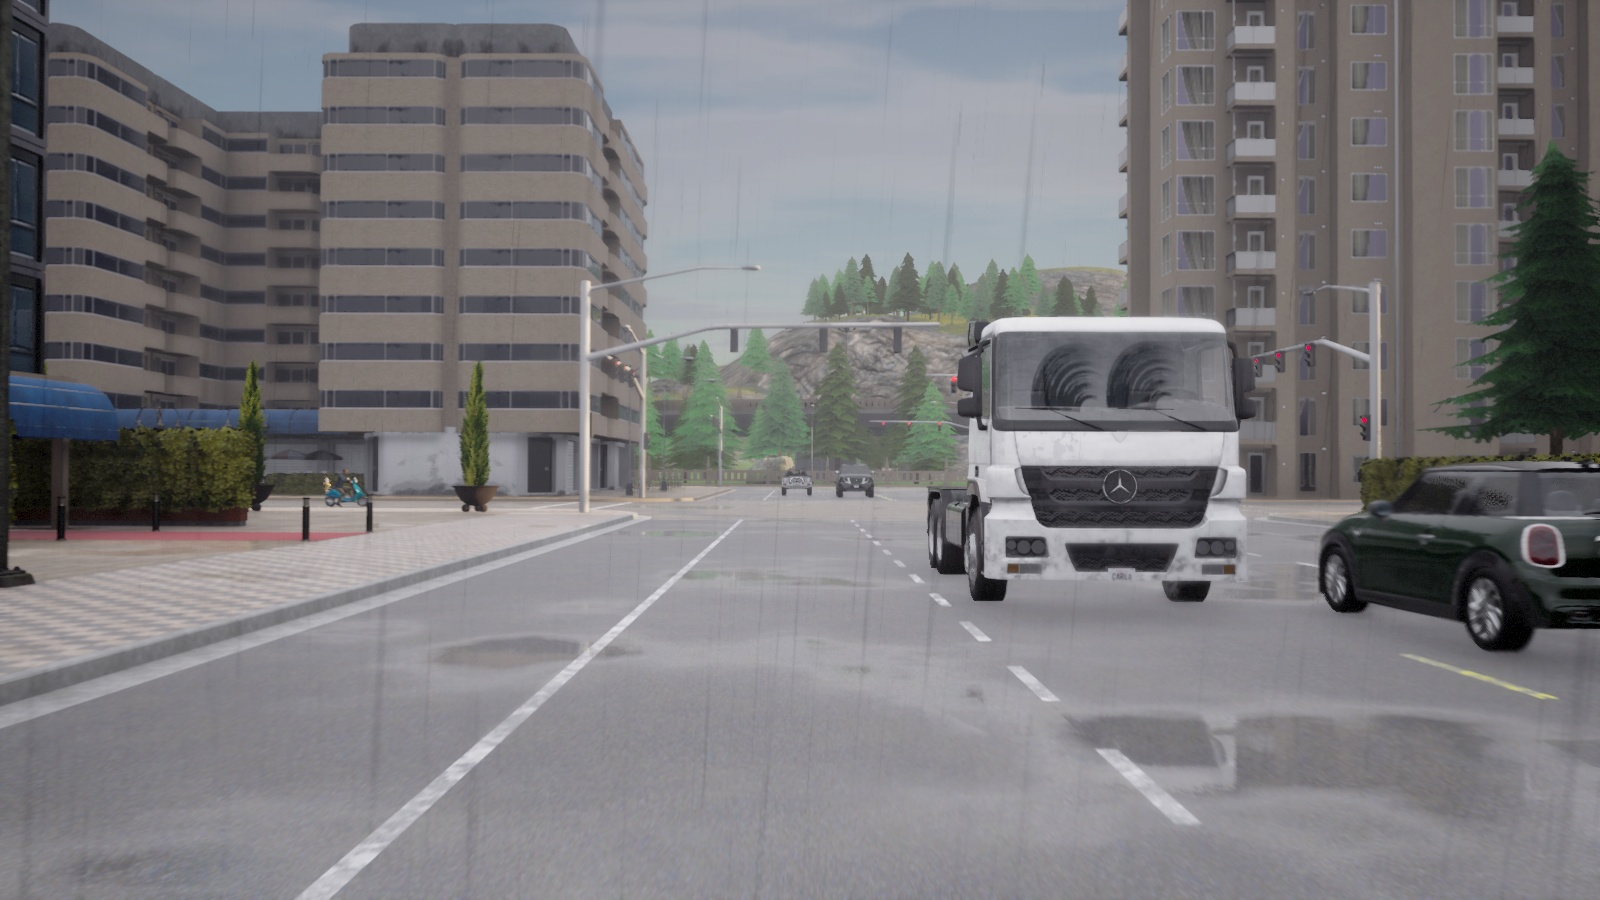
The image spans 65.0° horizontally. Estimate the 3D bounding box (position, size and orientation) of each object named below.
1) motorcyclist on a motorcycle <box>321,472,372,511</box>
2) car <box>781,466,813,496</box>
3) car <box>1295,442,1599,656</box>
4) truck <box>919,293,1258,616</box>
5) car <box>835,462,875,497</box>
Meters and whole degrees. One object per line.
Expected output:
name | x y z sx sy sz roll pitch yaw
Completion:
motorcyclist on a motorcycle | -18.861 1.718 52.237 1.817 1.590 0.866 0 -1 0
car | -0.189 1.979 80.468 1.932 1.855 4.605 0 -1 0
car | 6.970 0.858 12.702 2.097 1.767 4.553 0 -1 0
truck | 3.475 0.112 17.490 2.891 3.462 7.936 0 -1 0
car | 3.320 1.802 76.534 2.150 2.045 5.566 0 -1 0
